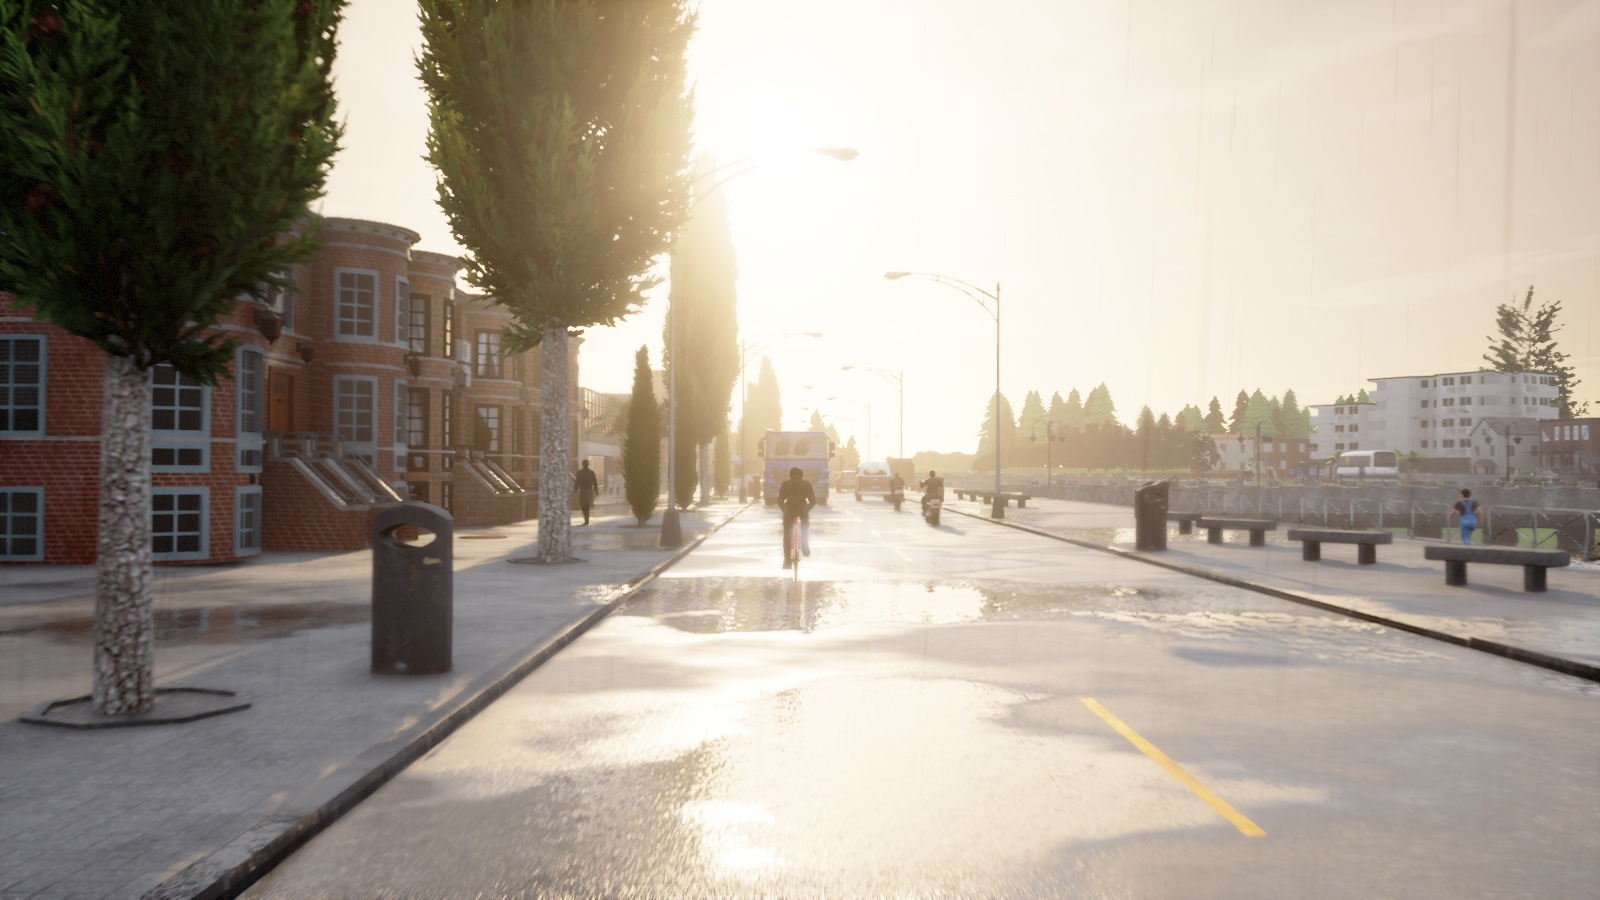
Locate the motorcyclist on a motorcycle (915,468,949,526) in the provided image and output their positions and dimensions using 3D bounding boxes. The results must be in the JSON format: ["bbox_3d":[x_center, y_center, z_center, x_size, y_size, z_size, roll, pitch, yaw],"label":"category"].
[{"bbox_3d":[3.902,1.374,37.295,0.766,1.649,2.350,0,-1,0],"label":"motorcyclist on a motorcycle"}]

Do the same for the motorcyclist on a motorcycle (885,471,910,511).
[{"bbox_3d":[3.870,1.618,49.955,0.797,1.523,2.044,0,-1,0],"label":"motorcyclist on a motorcycle"}]

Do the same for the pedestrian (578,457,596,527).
[{"bbox_3d":[-5.686,1.109,33.529,0.370,1.835,0.726,0,-1,0],"label":"pedestrian"}]

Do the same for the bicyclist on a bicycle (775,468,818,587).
[{"bbox_3d":[-0.047,1.070,18.033,0.582,1.620,1.656,0,-1,0],"label":"bicyclist on a bicycle"}]

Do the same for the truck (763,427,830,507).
[{"bbox_3d":[-0.155,0.811,58.381,2.891,3.462,7.936,0,-1,0],"label":"truck"}]

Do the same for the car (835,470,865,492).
[{"bbox_3d":[3.753,2.327,95.396,2.033,1.649,4.856,0,-1,0],"label":"car"}]

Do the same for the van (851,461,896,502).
[{"bbox_3d":[3.828,1.625,65.866,2.069,2.038,4.480,0,-1,0],"label":"van"}]

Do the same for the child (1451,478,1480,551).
[{"bbox_3d":[11.687,1.127,22.047,0.270,1.263,0.437,0,-1,1],"label":"child"}]
